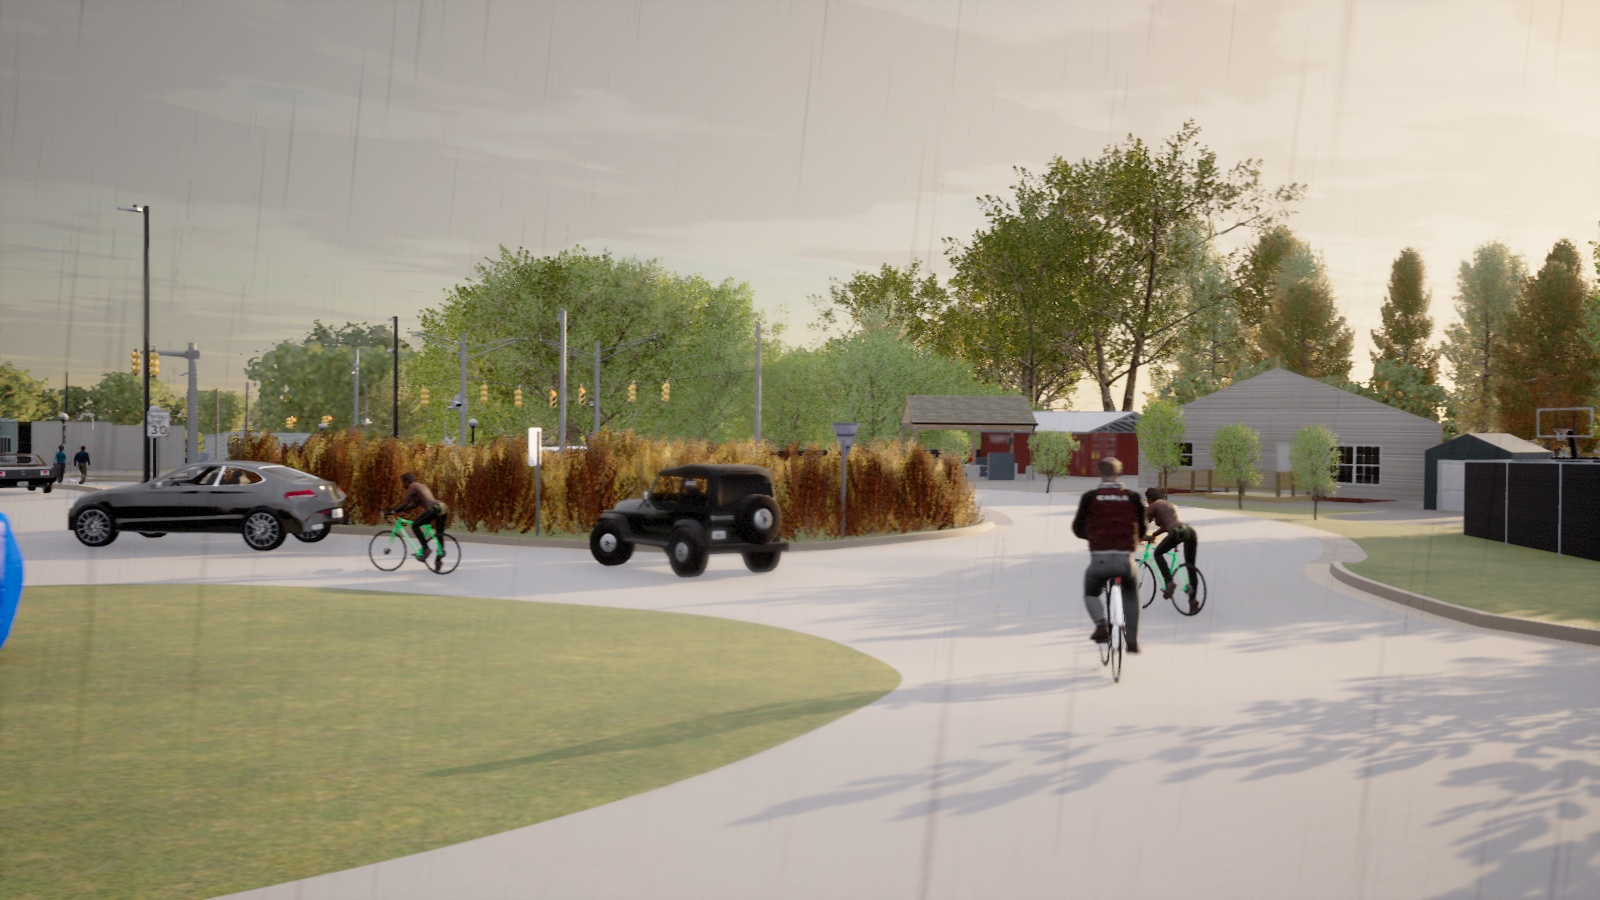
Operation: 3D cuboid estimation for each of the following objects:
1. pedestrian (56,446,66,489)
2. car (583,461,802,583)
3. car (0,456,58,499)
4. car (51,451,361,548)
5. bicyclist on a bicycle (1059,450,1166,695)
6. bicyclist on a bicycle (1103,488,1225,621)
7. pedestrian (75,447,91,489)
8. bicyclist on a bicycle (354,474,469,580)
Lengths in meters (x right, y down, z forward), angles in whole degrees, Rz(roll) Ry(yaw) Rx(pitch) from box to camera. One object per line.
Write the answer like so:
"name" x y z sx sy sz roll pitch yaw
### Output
"pedestrian" -34.010 0.809 57.782 0.396 1.930 0.692 0 1 -30
"car" -1.960 1.177 22.072 1.905 1.878 3.866 1 0 -41
"car" -26.025 0.888 41.469 1.895 1.301 4.718 -1 1 -40
"car" -11.439 0.917 24.396 5.027 1.651 2.152 1 1 5
"bicyclist on a bicycle" 2.469 0.938 10.092 0.659 1.776 1.843 0 -3 9
"bicyclist on a bicycle" 4.691 1.303 16.291 0.582 1.620 1.656 1 -2 -24
"pedestrian" -31.502 0.777 55.185 0.370 1.835 0.726 0 1 -10
"bicyclist on a bicycle" -6.253 1.222 20.217 1.656 1.620 0.582 2 0 13
